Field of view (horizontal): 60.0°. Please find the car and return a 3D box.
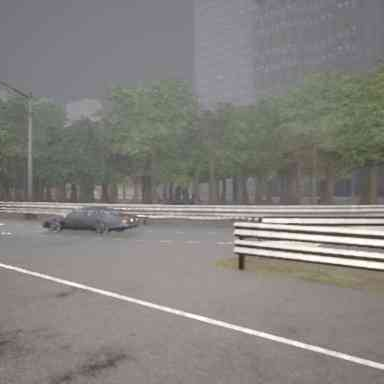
[{"bbox_3d":[-5.571,1.545,18.382,5.357,1.411,2.033,0,0,18],"label":"car"}]
